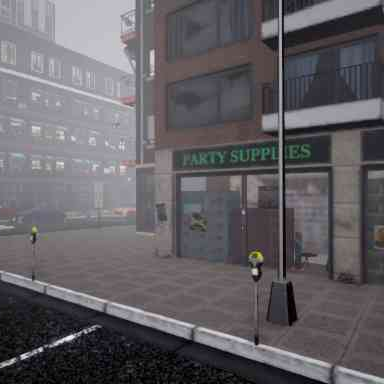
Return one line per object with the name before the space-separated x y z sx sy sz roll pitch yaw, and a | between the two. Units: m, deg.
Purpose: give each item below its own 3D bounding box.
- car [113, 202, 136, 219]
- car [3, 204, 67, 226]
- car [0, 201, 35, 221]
car | -6.115 1.850 34.840 2.097 1.767 4.553 0 -1 35
car | -12.057 1.872 26.304 1.994 1.385 4.181 0 -1 35
car | -14.952 1.609 26.714 2.192 1.841 5.009 -1 -2 35
